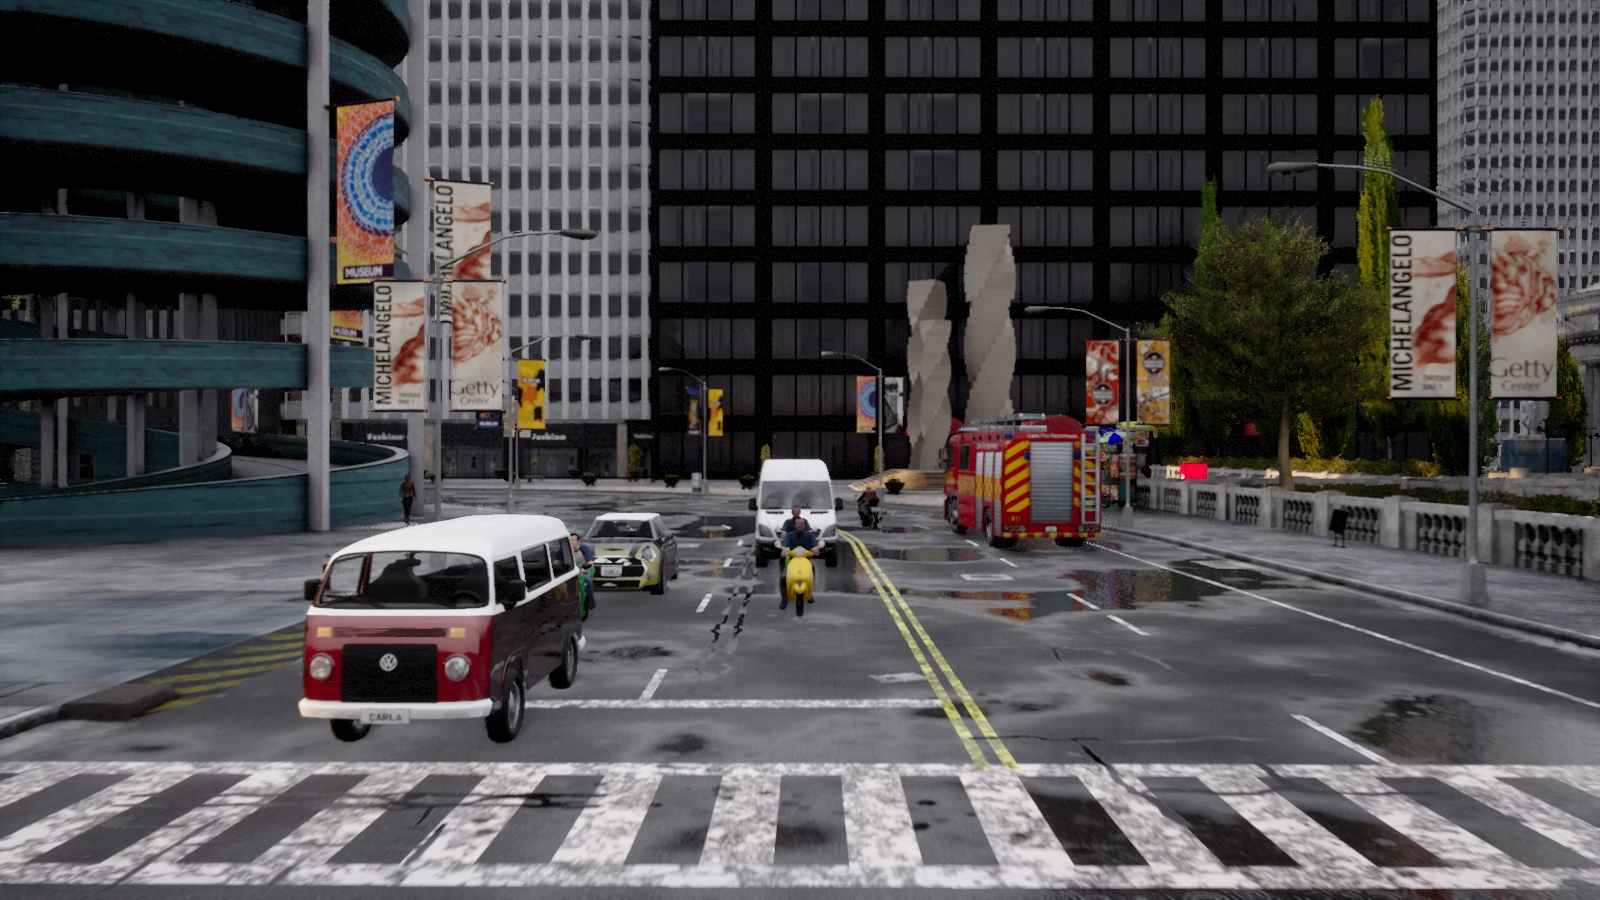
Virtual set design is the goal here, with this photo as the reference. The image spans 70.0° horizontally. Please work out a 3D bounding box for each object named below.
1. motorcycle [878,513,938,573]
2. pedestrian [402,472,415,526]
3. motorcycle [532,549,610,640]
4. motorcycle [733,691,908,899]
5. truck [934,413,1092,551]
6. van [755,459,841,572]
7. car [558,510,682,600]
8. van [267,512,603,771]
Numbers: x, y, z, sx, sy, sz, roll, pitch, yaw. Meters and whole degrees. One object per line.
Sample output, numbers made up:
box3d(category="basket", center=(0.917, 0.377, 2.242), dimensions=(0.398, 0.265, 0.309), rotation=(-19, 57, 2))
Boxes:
box3d(category="motorcycle", center=(2.578, 2.209, 27.591), dimensions=(0.867, 1.251, 2.209), rotation=(-1, 0, -11))
box3d(category="pedestrian", center=(-13.720, 1.702, 40.011), dimensions=(0.375, 1.860, 0.375), rotation=(0, 0, -9))
box3d(category="motorcycle", center=(-3.543, 2.214, 17.827), dimensions=(0.803, 1.145, 2.033), rotation=(0, 1, 0))
box3d(category="motorcycle", center=(0.100, 2.183, 6.505), dimensions=(0.856, 1.236, 1.805), rotation=(0, 0, 0))
box3d(category="truck", center=(6.413, 0.895, 35.925), dimensions=(2.891, 3.827, 8.468), rotation=(0, 0, -4))
box3d(category="van", center=(-0.159, 1.539, 29.458), dimensions=(1.988, 2.561, 5.915), rotation=(0, 0, -2))
box3d(category="car", center=(-3.561, 2.068, 23.254), dimensions=(1.970, 1.475, 3.806), rotation=(0, 0, -1))
box3d(category="van", center=(-3.571, 1.788, 12.202), dimensions=(2.069, 2.038, 4.480), rotation=(0, -1, 1))
